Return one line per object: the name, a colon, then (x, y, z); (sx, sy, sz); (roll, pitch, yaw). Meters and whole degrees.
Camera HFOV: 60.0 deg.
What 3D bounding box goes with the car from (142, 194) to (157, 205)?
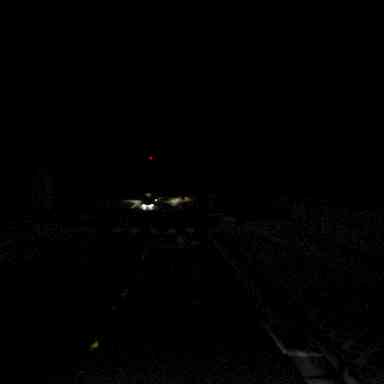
car: (-7.702, 1.460, 58.130); (2.128, 1.511, 4.902); (0, 1, -6)
